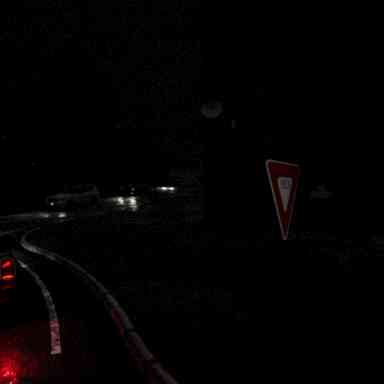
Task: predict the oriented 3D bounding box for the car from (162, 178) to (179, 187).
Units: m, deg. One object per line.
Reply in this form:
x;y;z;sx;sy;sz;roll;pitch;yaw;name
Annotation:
-3.486;-1.610;55.008;1.994;1.385;4.181;0;5;12;car

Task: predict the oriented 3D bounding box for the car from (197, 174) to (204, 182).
1.989;-2.982;68.360;1.882;1.535;5.008;0;5;4;car

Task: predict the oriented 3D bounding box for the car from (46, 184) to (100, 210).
-11.117;0.432;31.389;2.150;2.045;5.566;0;5;22;car

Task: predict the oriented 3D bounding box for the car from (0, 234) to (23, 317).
-4.943;1.383;6.931;2.097;1.767;4.553;0;0;-34;car

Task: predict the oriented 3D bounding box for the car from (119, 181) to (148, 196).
-7.253;-0.492;41.573;2.097;1.767;4.553;0;5;18;car
